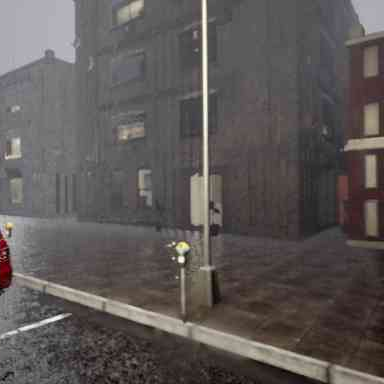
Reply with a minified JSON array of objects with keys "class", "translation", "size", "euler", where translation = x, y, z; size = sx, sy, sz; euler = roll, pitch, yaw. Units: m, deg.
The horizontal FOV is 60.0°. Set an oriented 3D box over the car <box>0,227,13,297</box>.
[{"class":"car","translation":[-5.741,1.278,6.990],"size":[5.009,1.841,2.192],"euler":[0,-1,36]}]
